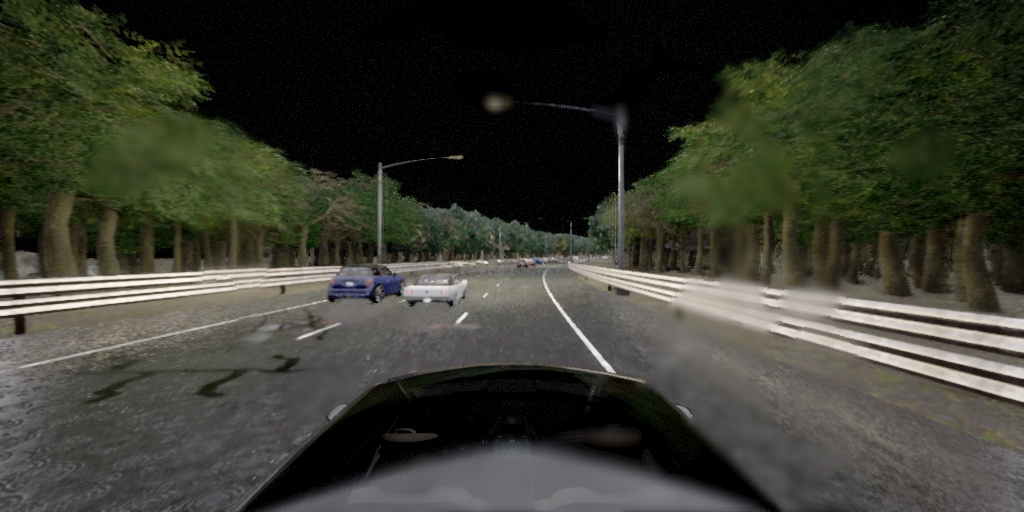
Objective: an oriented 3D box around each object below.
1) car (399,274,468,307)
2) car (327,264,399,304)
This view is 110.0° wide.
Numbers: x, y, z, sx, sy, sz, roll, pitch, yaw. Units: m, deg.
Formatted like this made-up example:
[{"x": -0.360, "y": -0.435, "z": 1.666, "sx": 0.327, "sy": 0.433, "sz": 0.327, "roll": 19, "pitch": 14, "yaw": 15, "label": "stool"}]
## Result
[{"x": -3.165, "y": 1.429, "z": 15.887, "sx": 1.895, "sy": 1.301, "sz": 4.718, "roll": 0, "pitch": 0, "yaw": 2, "label": "car"}, {"x": -6.617, "y": 1.168, "z": 16.903, "sx": 2.097, "sy": 1.767, "sz": 4.553, "roll": 0, "pitch": 0, "yaw": 2, "label": "car"}]
